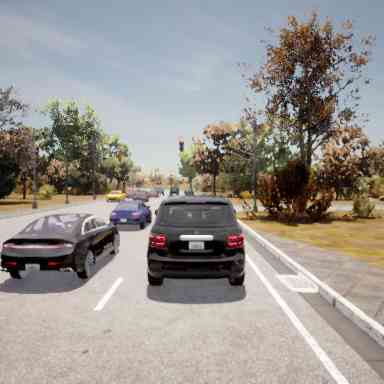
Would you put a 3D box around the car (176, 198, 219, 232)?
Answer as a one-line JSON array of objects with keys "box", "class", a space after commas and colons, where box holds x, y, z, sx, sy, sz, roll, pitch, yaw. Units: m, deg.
[{"box": [0.143, 1.164, 18.906, 2.128, 1.511, 4.902, 0, 1, -3], "class": "car"}]

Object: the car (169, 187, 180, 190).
[{"box": [-4.013, -0.248, 76.547, 2.150, 2.045, 5.566, 0, 1, -2], "class": "car"}]

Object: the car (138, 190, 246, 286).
[{"box": [0.098, 1.085, 9.179, 2.150, 2.045, 5.566, 0, 1, 0], "class": "car"}]

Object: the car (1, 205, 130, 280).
[{"box": [-3.398, 1.347, 9.514, 2.128, 1.511, 4.902, 0, 1, 0], "class": "car"}]

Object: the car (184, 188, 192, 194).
[{"box": [-1.015, -0.211, 87.174, 1.994, 1.385, 4.181, 0, 1, -3], "class": "car"}]

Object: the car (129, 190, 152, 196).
[{"box": [-7.076, 0.699, 46.176, 1.994, 1.385, 4.181, 0, 1, -1], "class": "car"}]

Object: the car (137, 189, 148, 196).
[{"box": [-10.906, 0.151, 73.440, 1.994, 1.385, 4.181, 0, 1, -2], "class": "car"}]

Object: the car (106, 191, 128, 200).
[{"box": [-10.608, 0.606, 46.527, 1.882, 1.535, 5.008, 0, 1, -2], "class": "car"}]

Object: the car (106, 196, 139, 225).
[{"box": [-3.393, 1.200, 18.779, 1.812, 1.442, 4.674, 0, 1, 0], "class": "car"}]

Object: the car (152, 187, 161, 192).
[{"box": [-7.191, 0.377, 60.600, 1.812, 1.442, 4.674, 0, 1, 0], "class": "car"}]

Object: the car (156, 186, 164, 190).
[{"box": [-7.495, -0.240, 75.965, 2.150, 2.045, 5.566, 0, 1, -2], "class": "car"}]

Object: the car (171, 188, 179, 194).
[{"box": [-4.509, -0.234, 86.975, 2.128, 1.511, 4.902, 0, 1, -3], "class": "car"}]
